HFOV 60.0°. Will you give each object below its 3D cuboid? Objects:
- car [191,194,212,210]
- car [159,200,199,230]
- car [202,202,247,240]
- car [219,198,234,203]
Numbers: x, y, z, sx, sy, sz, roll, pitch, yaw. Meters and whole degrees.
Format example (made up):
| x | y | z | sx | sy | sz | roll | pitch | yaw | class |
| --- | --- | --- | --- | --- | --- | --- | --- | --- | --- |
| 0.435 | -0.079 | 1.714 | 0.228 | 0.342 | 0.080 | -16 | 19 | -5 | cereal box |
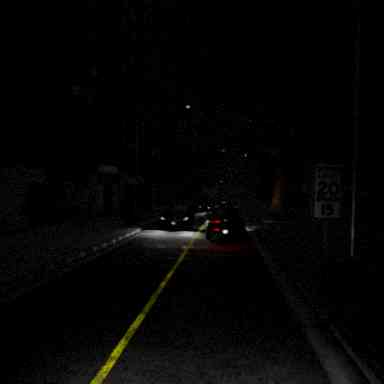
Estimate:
| x | y | z | sx | sy | sz | roll | pitch | yaw | class |
| --- | --- | --- | --- | --- | --- | --- | --- | --- | --- |
| 1.187 | 1.314 | 39.875 | 2.150 | 2.045 | 5.566 | 1 | 0 | 6 | car |
| -0.817 | 1.500 | 21.175 | 1.812 | 1.442 | 4.674 | 1 | 0 | 6 | car |
| 1.755 | 1.527 | 17.342 | 1.837 | 1.490 | 4.892 | 1 | 0 | 6 | car |
| 4.462 | 1.523 | 43.948 | 2.128 | 1.511 | 4.902 | 1 | 0 | 6 | car |
